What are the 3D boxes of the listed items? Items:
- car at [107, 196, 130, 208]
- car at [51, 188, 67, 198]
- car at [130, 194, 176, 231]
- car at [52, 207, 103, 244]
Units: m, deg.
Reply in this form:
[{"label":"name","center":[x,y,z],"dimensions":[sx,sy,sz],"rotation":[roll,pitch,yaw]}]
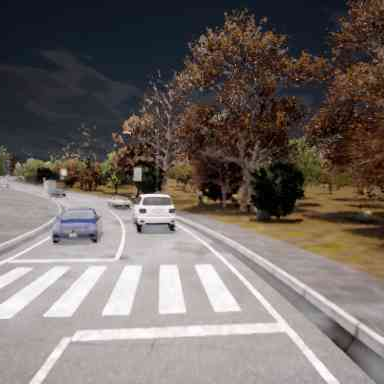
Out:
[{"label":"car","center":[-8.455,1.132,38.220],"dimensions":[1.895,1.301,4.718],"rotation":[1,1,-24]},{"label":"car","center":[-21.964,0.095,54.245],"dimensions":[2.033,1.411,5.357],"rotation":[2,2,-35]},{"label":"car","center":[-2.405,1.145,20.276],"dimensions":[2.150,2.045,5.566],"rotation":[1,1,-13]},{"label":"car","center":[-5.263,1.466,15.752],"dimensions":[1.812,1.442,4.674],"rotation":[0,1,-11]}]
